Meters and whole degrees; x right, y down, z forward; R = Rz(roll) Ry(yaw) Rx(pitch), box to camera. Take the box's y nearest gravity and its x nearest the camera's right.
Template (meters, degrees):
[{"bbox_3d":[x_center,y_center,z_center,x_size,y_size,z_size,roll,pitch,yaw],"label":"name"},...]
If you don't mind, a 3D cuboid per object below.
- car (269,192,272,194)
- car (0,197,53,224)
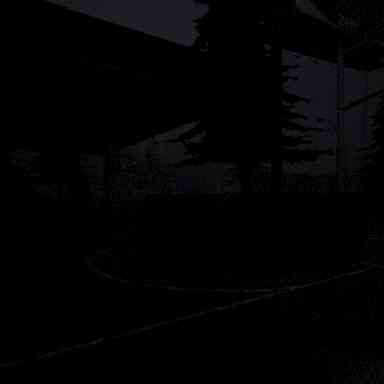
[{"bbox_3d":[6.204,1.050,28.677,2.150,2.045,5.566,0,1,-34],"label":"car"},{"bbox_3d":[-11.997,1.313,23.462,3.866,1.878,1.905,0,0,-36],"label":"car"}]
